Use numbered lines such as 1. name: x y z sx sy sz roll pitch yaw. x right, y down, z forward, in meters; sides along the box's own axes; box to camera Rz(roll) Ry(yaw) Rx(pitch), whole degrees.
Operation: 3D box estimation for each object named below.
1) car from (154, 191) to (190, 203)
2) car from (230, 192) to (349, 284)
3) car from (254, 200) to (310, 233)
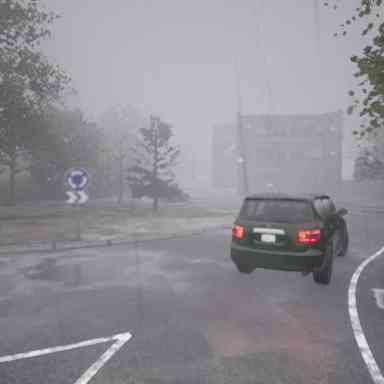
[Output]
1. car: -2.525 0.614 41.368 4.892 1.490 1.837 1 0 32
2. car: 2.960 1.014 9.364 2.150 2.045 5.566 1 2 30
3. car: 5.011 1.200 18.084 1.895 1.301 4.718 1 2 28
